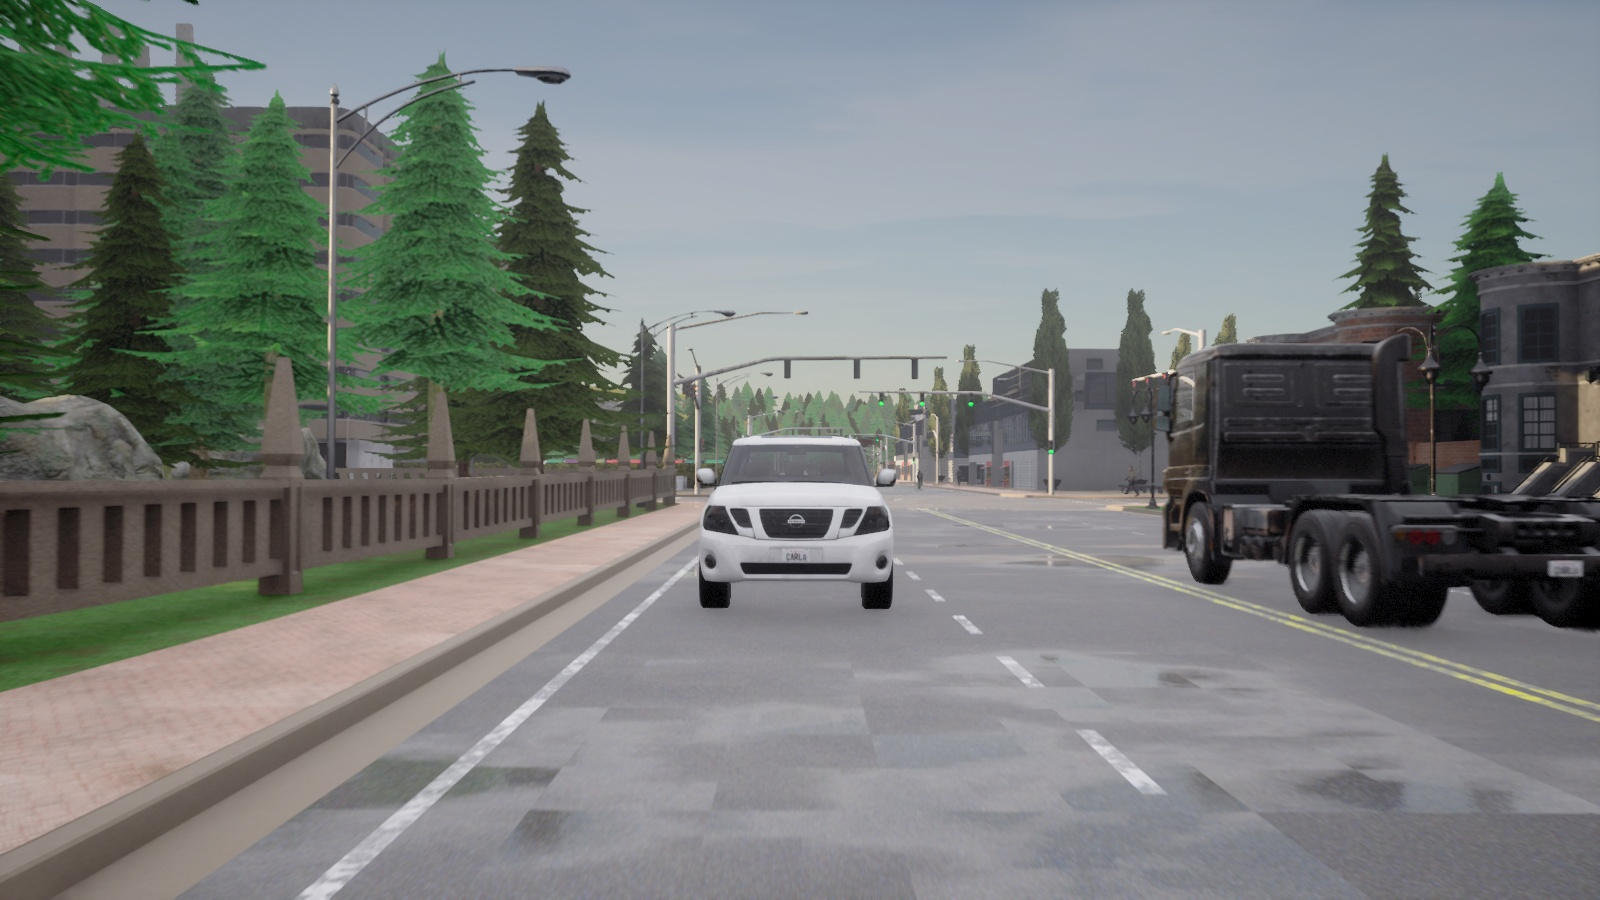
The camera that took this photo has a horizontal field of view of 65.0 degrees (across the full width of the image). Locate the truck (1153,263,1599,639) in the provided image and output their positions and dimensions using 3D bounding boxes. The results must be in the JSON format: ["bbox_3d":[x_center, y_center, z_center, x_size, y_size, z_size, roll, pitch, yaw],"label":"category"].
[{"bbox_3d":[6.958,0.065,15.555,2.891,3.462,7.936,0,-1,0],"label":"truck"}]

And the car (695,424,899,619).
[{"bbox_3d":[-0.040,0.802,16.042,2.150,2.045,5.566,0,-1,0],"label":"car"}]

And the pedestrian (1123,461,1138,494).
[{"bbox_3d":[19.621,1.642,74.533,0.788,1.949,0.423,0,-1,-7],"label":"pedestrian"}]
